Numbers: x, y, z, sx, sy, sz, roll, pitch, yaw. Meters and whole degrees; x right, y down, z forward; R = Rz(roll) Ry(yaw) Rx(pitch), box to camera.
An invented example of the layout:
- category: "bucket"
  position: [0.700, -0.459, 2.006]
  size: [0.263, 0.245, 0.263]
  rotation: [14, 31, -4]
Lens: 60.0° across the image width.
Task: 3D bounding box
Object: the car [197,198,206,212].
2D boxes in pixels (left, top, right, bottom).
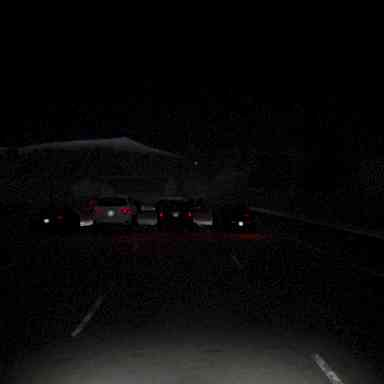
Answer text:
- category: "car"
  position: [0.407, 1.406, 37.670]
  size: [2.128, 1.511, 4.902]
  rotation: [0, 0, -7]

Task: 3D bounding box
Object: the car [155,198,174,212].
- category: "car"
  position: [-3.217, 1.482, 38.434]
  size: [1.994, 1.385, 4.181]
  rotation: [0, 0, -7]

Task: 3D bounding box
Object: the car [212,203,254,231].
- category: "car"
  position: [2.426, 1.455, 20.447]
  size: [1.837, 1.490, 4.892]
  rotation: [0, 0, -5]

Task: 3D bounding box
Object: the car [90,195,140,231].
- category: "car"
  position: [-4.561, 1.182, 20.261]
  size: [2.150, 2.045, 5.566]
  rotation: [0, 0, -6]

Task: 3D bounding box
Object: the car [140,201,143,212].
- category: "car"
  position: [-6.669, 1.415, 37.843]
  size: [2.128, 1.511, 4.902]
  rotation: [0, 0, -7]

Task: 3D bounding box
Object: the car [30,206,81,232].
- category: "car"
  position: [-8.076, 1.530, 20.006]
  size: [1.994, 1.385, 4.181]
  rotation: [0, 0, -6]

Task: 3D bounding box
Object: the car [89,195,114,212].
- category: "car"
  position: [-10.176, 1.281, 37.669]
  size: [2.097, 1.767, 4.553]
  rotation: [0, 0, -7]

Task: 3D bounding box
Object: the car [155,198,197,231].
- category: "car"
  position: [-1.108, 1.307, 20.611]
  size: [2.097, 1.767, 4.553]
  rotation: [0, 0, -5]
